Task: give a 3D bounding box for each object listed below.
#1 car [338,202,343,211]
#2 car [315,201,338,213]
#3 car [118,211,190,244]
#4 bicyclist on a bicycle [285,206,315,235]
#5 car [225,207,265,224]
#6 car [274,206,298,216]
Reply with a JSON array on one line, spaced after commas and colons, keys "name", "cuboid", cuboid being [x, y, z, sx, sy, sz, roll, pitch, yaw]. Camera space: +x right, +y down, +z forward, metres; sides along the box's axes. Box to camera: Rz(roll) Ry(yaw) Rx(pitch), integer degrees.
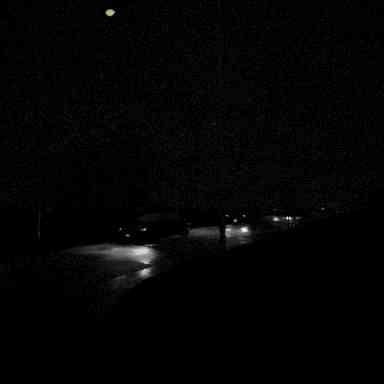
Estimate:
[{"name": "car", "cuboid": [22.967, 2.245, 53.294, 1.882, 1.535, 5.008, -2, -2, 31]}, {"name": "car", "cuboid": [17.913, 2.141, 44.756, 1.994, 1.385, 4.181, -2, -2, 30]}, {"name": "car", "cuboid": [-1.791, 1.743, 17.278, 1.812, 1.442, 4.674, -2, -1, 30]}, {"name": "bicyclist on a bicycle", "cuboid": [6.155, 1.616, 18.975, 1.656, 1.620, 0.582, -1, -1, 31]}, {"name": "car", "cuboid": [4.510, 1.947, 27.915, 1.895, 1.301, 4.718, -2, -1, 31]}, {"name": "car", "cuboid": [11.118, 2.035, 39.024, 1.812, 1.442, 4.674, -2, -2, 31]}]
